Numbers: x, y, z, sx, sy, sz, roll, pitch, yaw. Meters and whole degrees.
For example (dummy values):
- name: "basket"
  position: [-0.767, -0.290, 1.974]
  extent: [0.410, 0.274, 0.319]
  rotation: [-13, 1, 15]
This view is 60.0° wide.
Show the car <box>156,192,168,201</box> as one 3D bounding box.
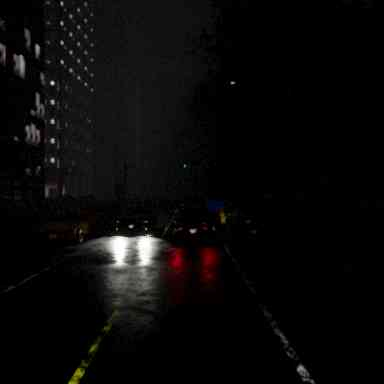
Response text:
- name: "car"
  position: [-6.640, 1.143, 70.756]
  extent: [2.008, 1.369, 4.403]
  rotation: [0, 0, -2]

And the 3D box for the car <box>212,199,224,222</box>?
- name: "car"
  position: [2.577, 1.403, 22.175]
  extent: [1.752, 1.417, 4.829]
  rotation: [0, 0, -1]

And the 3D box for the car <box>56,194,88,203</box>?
- name: "car"
  position: [-18.784, 1.117, 51.213]
  extent: [4.206, 1.307, 1.802]
  rotation: [1, 0, 3]

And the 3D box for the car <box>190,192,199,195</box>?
- name: "car"
  position: [1.006, 1.078, 76.952]
  extent: [1.752, 1.417, 4.829]
  rotation: [0, 0, -2]

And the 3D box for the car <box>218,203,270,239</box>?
- name: "car"
  position: [2.634, 1.461, 16.381]
  extent: [2.008, 1.369, 4.403]
  rotation: [0, 0, -1]

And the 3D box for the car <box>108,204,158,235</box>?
- name: "car"
  position: [-2.947, 1.465, 18.092]
  extent: [1.994, 1.385, 4.181]
  rotation: [0, 0, -1]

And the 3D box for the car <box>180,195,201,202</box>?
- name: "car"
  position: [-0.177, 1.302, 31.613]
  extent: [1.882, 1.535, 5.008]
  rotation: [0, 0, -1]

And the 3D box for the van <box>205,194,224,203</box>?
- name: "van"
  position: [2.269, 1.156, 33.250]
  extent: [1.690, 1.788, 3.998]
  rotation: [0, 0, -1]

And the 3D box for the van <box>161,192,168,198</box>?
- name: "van"
  position: [-7.739, 0.793, 92.912]
  extent: [1.690, 1.788, 3.998]
  rotation: [0, 0, -3]

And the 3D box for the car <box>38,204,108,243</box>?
- name: "car"
  position: [-5.529, 1.441, 15.594]
  extent: [1.752, 1.417, 4.829]
  rotation: [0, 0, 0]

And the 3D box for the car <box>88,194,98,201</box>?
- name: "car"
  position: [-18.871, 1.049, 59.325]
  extent: [4.206, 1.307, 1.802]
  rotation: [1, 0, 3]

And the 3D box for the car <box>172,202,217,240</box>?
- name: "car"
  position: [0.020, 1.437, 16.195]
  extent: [1.812, 1.442, 4.674]
  rotation: [0, 0, 0]

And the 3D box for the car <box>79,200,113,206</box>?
- name: "car"
  position: [-5.585, 1.428, 21.407]
  extent: [1.887, 1.381, 4.507]
  rotation: [0, 0, -1]
